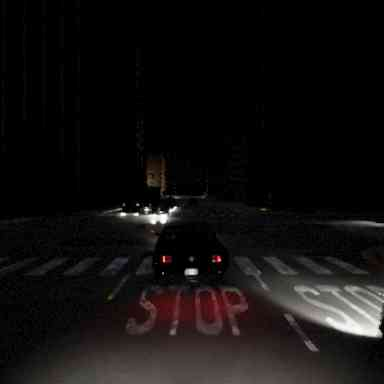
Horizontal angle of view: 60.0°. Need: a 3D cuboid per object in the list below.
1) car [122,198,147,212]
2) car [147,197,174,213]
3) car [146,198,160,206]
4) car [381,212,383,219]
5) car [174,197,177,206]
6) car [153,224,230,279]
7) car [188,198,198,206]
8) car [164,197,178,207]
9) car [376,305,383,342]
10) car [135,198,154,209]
[{"bbox_3d":[-7.079,1.485,40.423,2.097,1.767,4.553,0,0,0],"label":"car"},{"bbox_3d":[-3.578,1.617,38.335,2.128,1.511,4.902,0,0,-1],"label":"car"},{"bbox_3d":[-7.035,1.798,60.155,1.895,1.301,4.718,0,0,1],"label":"car"},{"bbox_3d":[16.258,1.549,24.031,4.674,1.442,1.812,0,0,-1],"label":"car"},{"bbox_3d":[-3.579,1.719,47.254,1.994,1.385,4.181,0,0,0],"label":"car"},{"bbox_3d":[-0.184,1.634,10.189,1.895,1.301,4.718,0,0,-4],"label":"car"},{"bbox_3d":[0.108,1.748,61.365,2.033,1.411,5.357,0,0,0],"label":"car"},{"bbox_3d":[-3.553,1.680,57.684,2.128,1.511,4.902,0,0,0],"label":"car"},{"bbox_3d":[3.612,1.574,2.983,1.994,1.385,4.181,0,0,-1],"label":"car"},{"bbox_3d":[-7.079,1.711,49.896,2.033,1.411,5.357,0,0,0],"label":"car"}]
